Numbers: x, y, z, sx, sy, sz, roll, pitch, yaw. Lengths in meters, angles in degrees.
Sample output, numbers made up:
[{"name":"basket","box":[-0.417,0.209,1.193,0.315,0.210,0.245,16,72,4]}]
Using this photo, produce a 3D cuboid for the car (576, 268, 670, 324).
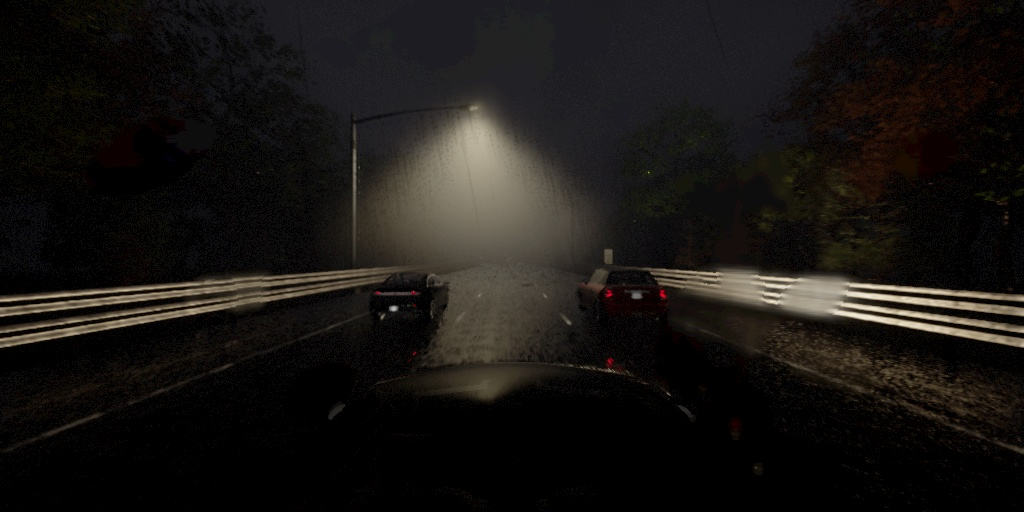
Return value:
[{"name":"car","box":[3.604,1.176,12.477,2.097,1.767,4.553,0,0,0]}]

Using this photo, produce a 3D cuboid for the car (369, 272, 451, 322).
[{"name":"car","box":[-3.396,1.318,12.716,2.128,1.511,4.902,0,0,0]}]
